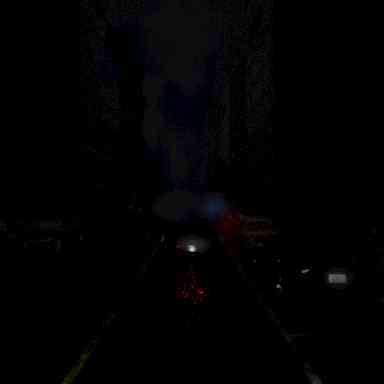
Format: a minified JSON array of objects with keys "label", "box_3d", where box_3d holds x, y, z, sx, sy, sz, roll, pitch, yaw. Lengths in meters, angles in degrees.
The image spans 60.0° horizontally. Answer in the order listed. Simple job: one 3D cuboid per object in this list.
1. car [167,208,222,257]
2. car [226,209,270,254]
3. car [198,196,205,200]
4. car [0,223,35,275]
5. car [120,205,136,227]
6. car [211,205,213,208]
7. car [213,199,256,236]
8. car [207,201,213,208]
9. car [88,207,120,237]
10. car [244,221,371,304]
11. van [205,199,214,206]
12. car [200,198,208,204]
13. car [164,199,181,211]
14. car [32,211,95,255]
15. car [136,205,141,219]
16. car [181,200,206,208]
[{"label":"car","box_3d":[0.023,1.645,13.512,1.837,1.490,4.892,0,0,0]},{"label":"car","box_3d":[2.683,1.668,14.049,1.752,1.417,4.829,1,-1,0]},{"label":"car","box_3d":[3.030,2.356,79.906,1.947,1.339,4.313,1,-1,1]},{"label":"car","box_3d":[-5.846,1.666,8.215,1.802,1.307,4.206,1,-1,0]},{"label":"car","box_3d":[-5.837,1.821,25.233,1.947,1.339,4.313,1,-1,0]},{"label":"car","box_3d":[2.688,1.836,25.225,1.802,1.307,4.206,1,-1,0]},{"label":"car","box_3d":[2.687,1.513,19.555,2.192,1.841,5.009,1,-1,0]},{"label":"car","box_3d":[2.692,1.837,31.069,1.752,1.417,4.829,1,-1,0]},{"label":"car","box_3d":[-5.840,1.764,19.561,1.947,1.339,4.313,1,-1,0]},{"label":"car","box_3d":[2.679,1.650,8.206,1.947,1.339,4.313,1,-1,0]},{"label":"van","box_3d":[2.696,1.708,36.574,1.690,1.788,3.998,1,-1,0]},{"label":"car","box_3d":[3.177,2.448,90.966,2.008,1.369,4.403,1,-1,1]},{"label":"car","box_3d":[-2.992,2.079,47.829,1.895,1.301,4.718,0,-1,0]},{"label":"car","box_3d":[-5.843,1.692,13.888,2.008,1.369,4.403,1,-1,0]},{"label":"car","box_3d":[-5.834,1.855,30.906,1.887,1.381,4.507,1,-1,0]},{"label":"car","box_3d":[0.038,1.772,29.264,1.882,1.535,5.008,0,0,0]}]
